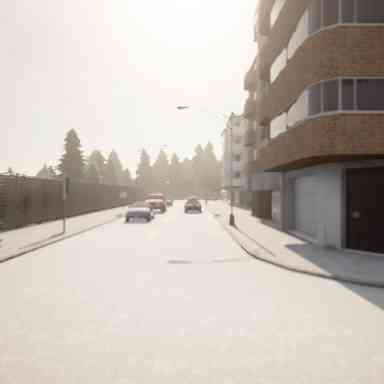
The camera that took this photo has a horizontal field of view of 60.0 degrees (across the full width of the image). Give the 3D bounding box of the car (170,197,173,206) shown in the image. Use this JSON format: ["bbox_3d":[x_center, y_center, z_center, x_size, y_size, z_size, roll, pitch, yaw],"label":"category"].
[{"bbox_3d":[-3.987,1.553,53.340,1.837,1.490,4.892,0,0,0],"label":"car"}]

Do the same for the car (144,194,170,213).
[{"bbox_3d":[-4.046,1.230,37.433,2.150,2.045,5.566,0,0,0],"label":"car"}]

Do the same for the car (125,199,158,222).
[{"bbox_3d":[-4.069,1.532,26.759,1.812,1.442,4.674,0,0,0],"label":"car"}]

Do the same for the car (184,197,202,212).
[{"bbox_3d":[0.109,1.610,38.037,1.895,1.301,4.718,0,0,0],"label":"car"}]
